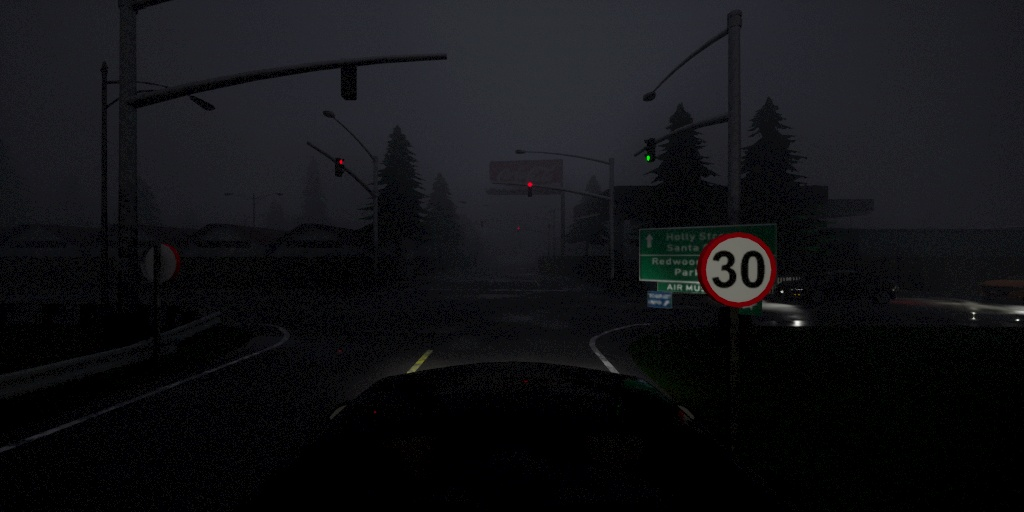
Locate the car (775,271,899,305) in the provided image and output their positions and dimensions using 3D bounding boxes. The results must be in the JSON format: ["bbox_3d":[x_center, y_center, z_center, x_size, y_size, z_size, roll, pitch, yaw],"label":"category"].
[{"bbox_3d":[15.195,1.446,16.931,4.892,1.490,1.837,0,0,1],"label":"car"}]

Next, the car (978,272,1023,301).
[{"bbox_3d":[25.131,1.419,16.803,5.008,1.535,1.882,0,0,1],"label":"car"}]
